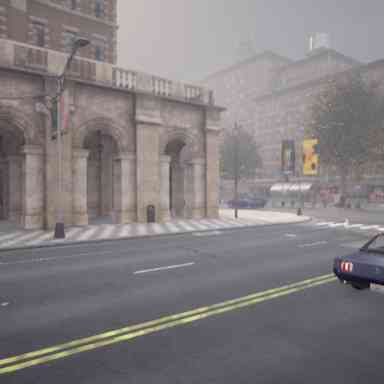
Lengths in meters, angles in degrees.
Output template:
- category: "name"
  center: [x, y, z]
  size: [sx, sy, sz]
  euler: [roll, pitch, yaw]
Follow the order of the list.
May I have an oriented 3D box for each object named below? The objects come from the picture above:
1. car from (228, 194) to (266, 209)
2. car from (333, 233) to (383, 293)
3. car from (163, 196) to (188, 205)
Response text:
- category: "car"
  center: [6.897, 1.416, 43.768]
  size: [1.882, 1.535, 5.008]
  euler: [0, 0, -36]
- category: "car"
  center: [5.425, 1.583, 7.762]
  size: [4.718, 1.301, 1.895]
  euler: [0, 0, -36]
- category: "car"
  center: [-2.887, 1.430, 57.307]
  size: [2.128, 1.511, 4.902]
  euler: [0, 0, -36]
